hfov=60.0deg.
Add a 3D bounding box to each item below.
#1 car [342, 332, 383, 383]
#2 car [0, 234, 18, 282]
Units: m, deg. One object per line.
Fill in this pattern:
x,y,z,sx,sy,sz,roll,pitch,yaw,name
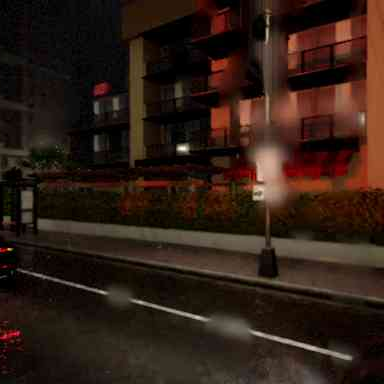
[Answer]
3.540,1.547,1.507,5.357,1.411,2.033,0,0,35,car
-6.378,1.508,8.549,4.892,1.490,1.837,0,0,35,car
